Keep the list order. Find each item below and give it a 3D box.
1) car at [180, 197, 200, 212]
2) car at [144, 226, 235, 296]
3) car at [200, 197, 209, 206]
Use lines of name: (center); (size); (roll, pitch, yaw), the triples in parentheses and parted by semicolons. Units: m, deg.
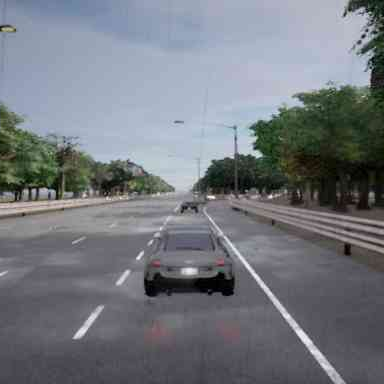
car: (-0.255, 1.508, 38.494); (1.837, 1.490, 4.892); (-1, 0, 1)
car: (-0.068, 1.568, 8.698); (1.994, 1.385, 4.181); (-1, 0, 0)
car: (1.571, 1.533, 56.003); (2.033, 1.411, 5.357); (-1, 0, 12)
